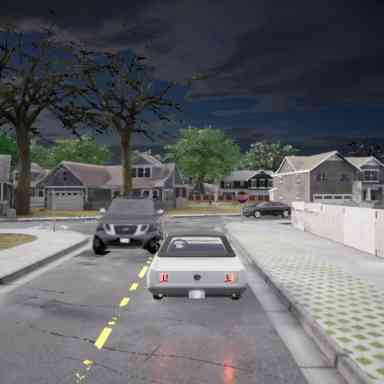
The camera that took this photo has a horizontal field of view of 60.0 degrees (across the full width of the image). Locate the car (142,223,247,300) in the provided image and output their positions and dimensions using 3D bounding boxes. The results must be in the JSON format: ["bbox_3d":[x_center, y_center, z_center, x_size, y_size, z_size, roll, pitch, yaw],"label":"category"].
[{"bbox_3d":[0.100,1.602,8.360,1.895,1.301,4.718,0,0,0],"label":"car"}]

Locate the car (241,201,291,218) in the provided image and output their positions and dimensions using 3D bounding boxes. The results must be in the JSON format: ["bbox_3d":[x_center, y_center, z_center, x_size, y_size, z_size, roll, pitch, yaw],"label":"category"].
[{"bbox_3d":[6.792,1.553,30.130,4.892,1.490,1.837,0,0,-19],"label":"car"}]

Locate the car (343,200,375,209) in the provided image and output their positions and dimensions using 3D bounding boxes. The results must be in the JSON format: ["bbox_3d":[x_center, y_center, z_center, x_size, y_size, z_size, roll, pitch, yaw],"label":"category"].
[{"bbox_3d":[15.871,1.593,33.212,4.892,1.490,1.837,0,0,-17],"label":"car"}]

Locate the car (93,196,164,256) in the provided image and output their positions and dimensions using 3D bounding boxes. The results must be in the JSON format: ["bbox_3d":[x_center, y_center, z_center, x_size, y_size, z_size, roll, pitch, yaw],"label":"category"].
[{"bbox_3d":[-2.342,1.223,13.547,2.150,2.045,5.566,1,0,-4],"label":"car"}]
